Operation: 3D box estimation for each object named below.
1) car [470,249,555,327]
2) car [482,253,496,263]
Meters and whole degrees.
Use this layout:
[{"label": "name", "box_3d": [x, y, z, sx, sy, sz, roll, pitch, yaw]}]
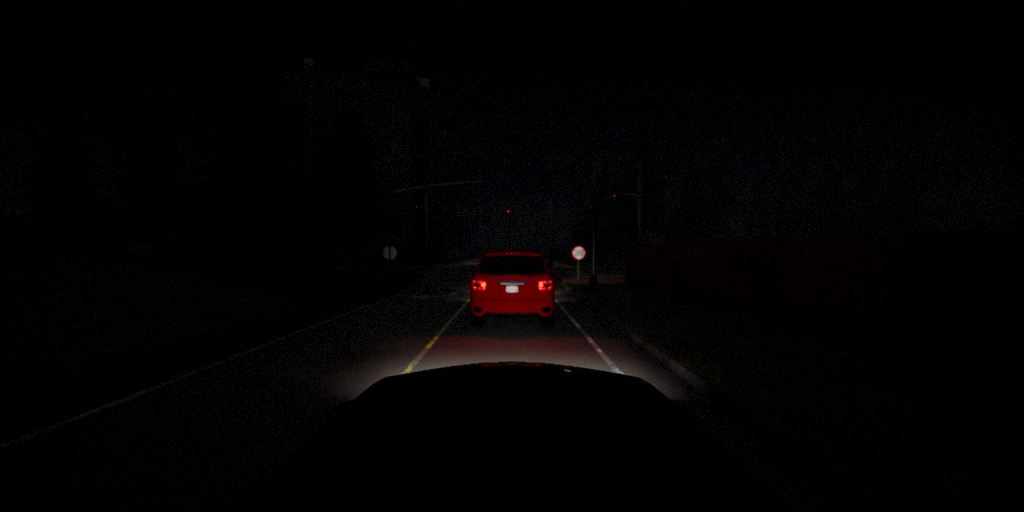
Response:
[{"label": "car", "box_3d": [0.050, 0.810, 11.013, 2.150, 2.045, 5.566, 0, 1, 1]}, {"label": "car", "box_3d": [-3.522, 0.271, 56.566, 1.882, 1.535, 5.008, 0, 1, 0]}]
